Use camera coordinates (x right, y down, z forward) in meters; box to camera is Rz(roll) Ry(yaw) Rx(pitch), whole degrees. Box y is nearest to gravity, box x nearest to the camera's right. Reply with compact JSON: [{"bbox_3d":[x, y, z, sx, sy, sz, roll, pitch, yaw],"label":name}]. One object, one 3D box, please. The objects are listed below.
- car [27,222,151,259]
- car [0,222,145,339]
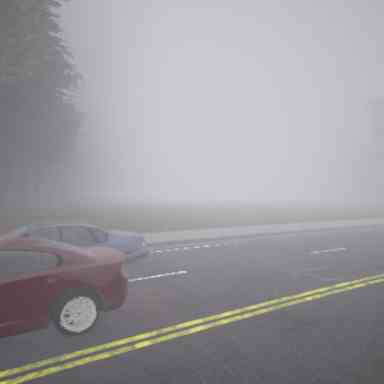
[{"bbox_3d":[-3.799,1.525,8.840,5.357,1.411,2.033,0,0,-34],"label":"car"},{"bbox_3d":[-3.456,1.462,5.086,5.008,1.535,1.882,0,0,-35],"label":"car"}]
